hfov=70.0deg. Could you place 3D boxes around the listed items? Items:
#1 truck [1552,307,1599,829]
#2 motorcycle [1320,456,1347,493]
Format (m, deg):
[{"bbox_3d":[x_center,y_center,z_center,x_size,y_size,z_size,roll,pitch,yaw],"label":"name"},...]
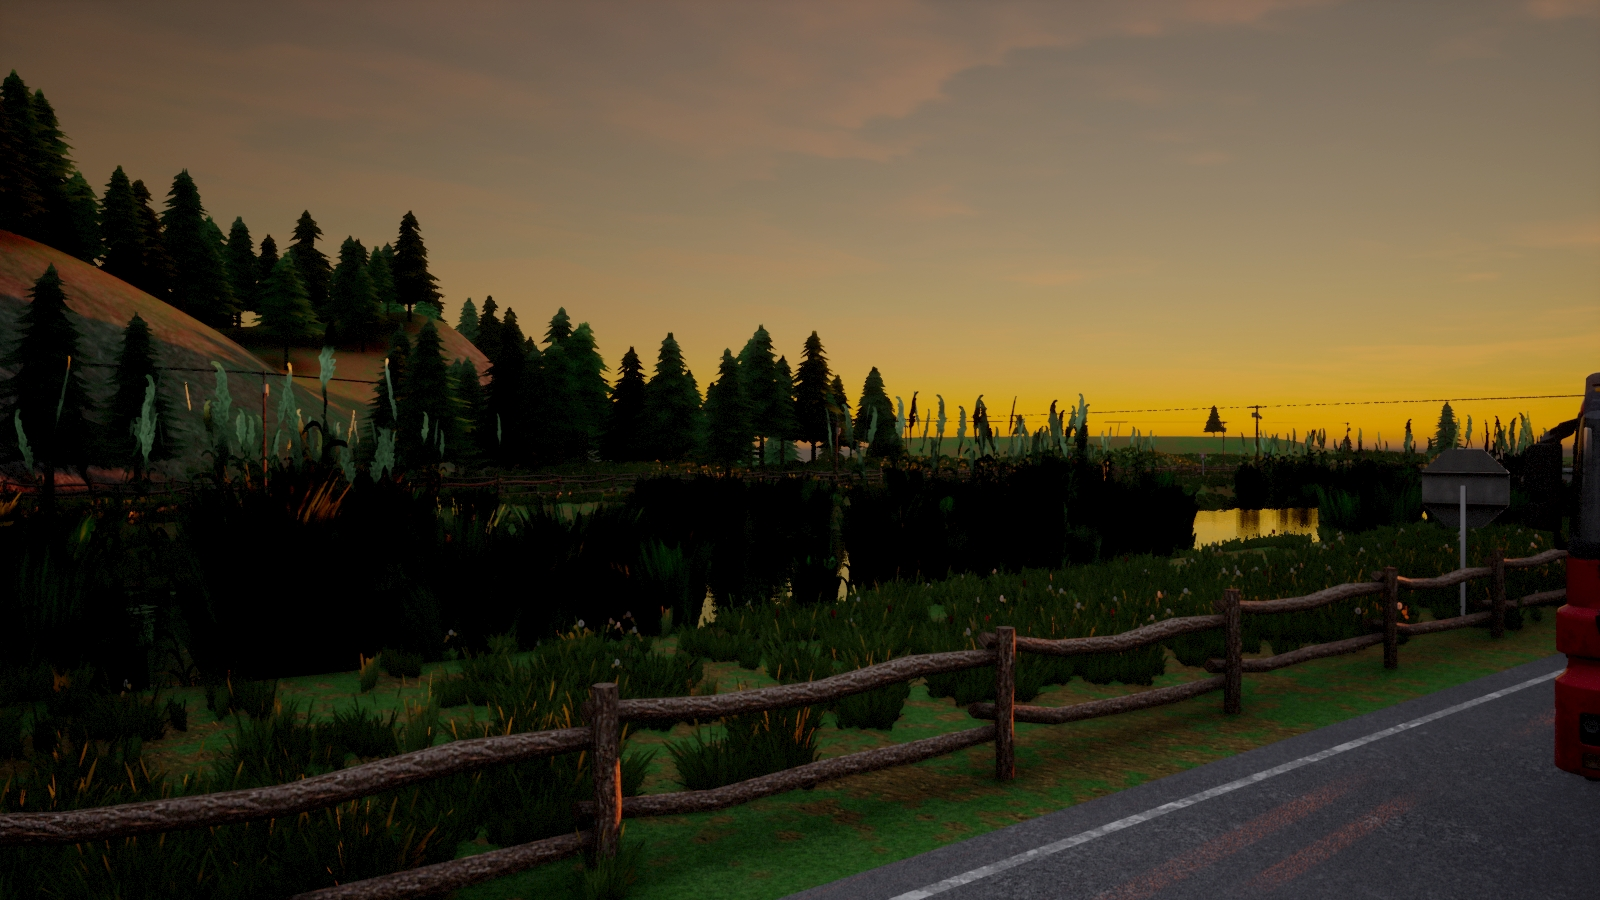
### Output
[{"bbox_3d":[9.436,0.862,10.925,2.891,3.827,8.468,0,0,39],"label":"truck"},{"bbox_3d":[34.806,1.577,74.501,2.033,2.348,0.803,0,0,-39],"label":"motorcycle"}]
